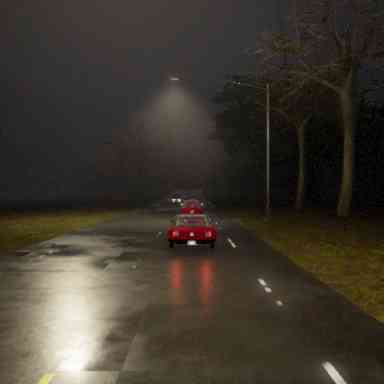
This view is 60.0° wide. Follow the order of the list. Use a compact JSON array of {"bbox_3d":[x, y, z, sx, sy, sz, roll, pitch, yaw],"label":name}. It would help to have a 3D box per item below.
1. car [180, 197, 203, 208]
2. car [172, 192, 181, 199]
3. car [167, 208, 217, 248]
[{"bbox_3d":[0.000,1.450,29.649,1.882,1.535,5.008,0,0,0],"label":"car"},{"bbox_3d":[-3.500,0.794,75.969,1.994,1.385,4.181,0,1,0],"label":"car"},{"bbox_3d":[0.000,1.618,14.681,1.895,1.301,4.718,0,0,0],"label":"car"}]
